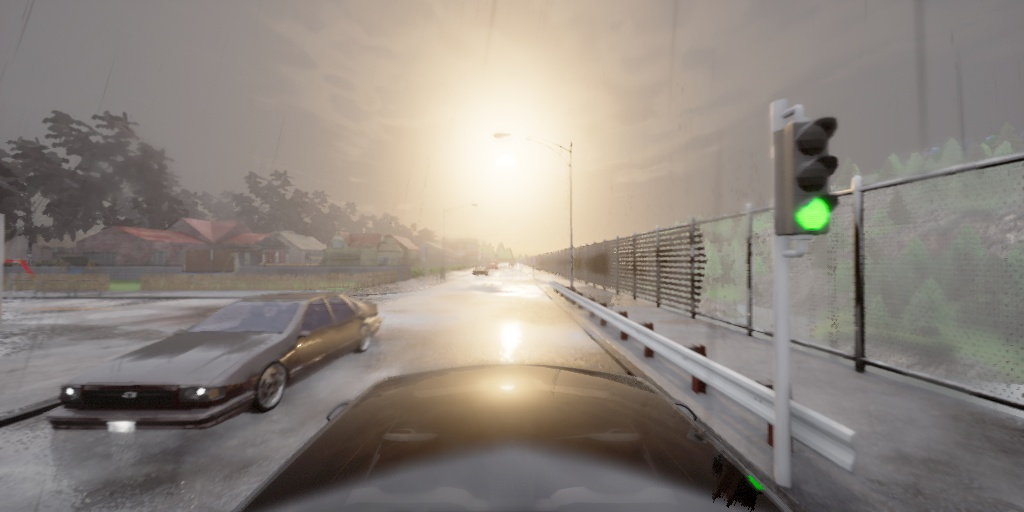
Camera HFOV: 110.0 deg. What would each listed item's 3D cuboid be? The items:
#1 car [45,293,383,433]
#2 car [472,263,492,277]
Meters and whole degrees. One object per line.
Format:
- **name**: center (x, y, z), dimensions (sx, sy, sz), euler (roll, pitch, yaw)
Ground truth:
- **car**: center (-4.017, 1.393, 6.355), dimensions (2.033, 1.411, 5.357), euler (0, 0, 0)
- **car**: center (-3.993, 1.945, 46.087), dimensions (1.895, 1.301, 4.718), euler (0, -1, 0)
